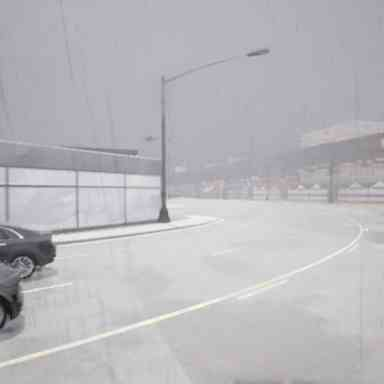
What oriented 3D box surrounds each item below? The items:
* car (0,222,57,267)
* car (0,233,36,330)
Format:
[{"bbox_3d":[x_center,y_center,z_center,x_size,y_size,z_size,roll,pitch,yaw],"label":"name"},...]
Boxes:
[{"bbox_3d":[-6.060,1.567,8.465,4.892,1.490,1.837,-1,0,-39],"label":"car"},{"bbox_3d":[-4.891,1.612,5.035,4.181,1.385,1.994,0,0,-37],"label":"car"}]
